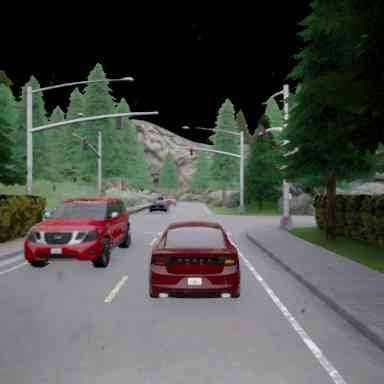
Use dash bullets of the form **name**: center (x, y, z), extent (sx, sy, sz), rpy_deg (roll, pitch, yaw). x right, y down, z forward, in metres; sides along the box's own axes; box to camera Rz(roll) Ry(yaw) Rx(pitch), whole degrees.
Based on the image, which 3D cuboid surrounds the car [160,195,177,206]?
- **car**: center (-3.610, 1.351, 53.908), extent (2.097, 1.767, 4.553), rpy_deg (0, 0, 0)

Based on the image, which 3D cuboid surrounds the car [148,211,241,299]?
- **car**: center (0.068, 1.478, 8.538), extent (1.882, 1.535, 5.008), rpy_deg (0, 0, 0)

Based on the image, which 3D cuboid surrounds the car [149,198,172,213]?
- **car**: center (-3.588, 1.600, 36.639), extent (1.895, 1.301, 4.718), rpy_deg (0, 0, 0)

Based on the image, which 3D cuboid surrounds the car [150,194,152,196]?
- **car**: center (-11.003, 1.355, 79.677), extent (4.553, 1.767, 2.097), rpy_deg (0, 0, 24)

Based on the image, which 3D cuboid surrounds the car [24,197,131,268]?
- **car**: center (-3.607, 1.221, 11.652), extent (2.150, 2.045, 5.566), rpy_deg (0, 0, 0)
